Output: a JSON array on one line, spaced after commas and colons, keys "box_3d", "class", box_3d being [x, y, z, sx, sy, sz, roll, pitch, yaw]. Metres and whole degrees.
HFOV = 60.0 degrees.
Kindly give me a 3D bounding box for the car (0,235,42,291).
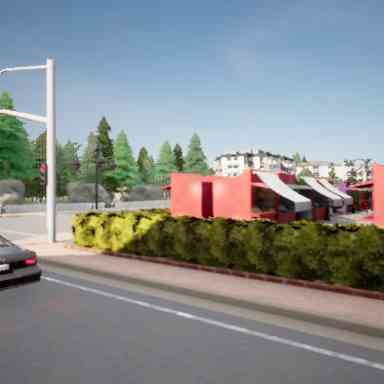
[{"box_3d": [-5.855, 1.578, 8.161, 5.357, 1.411, 2.033, 0, 0, 36], "class": "car"}]
